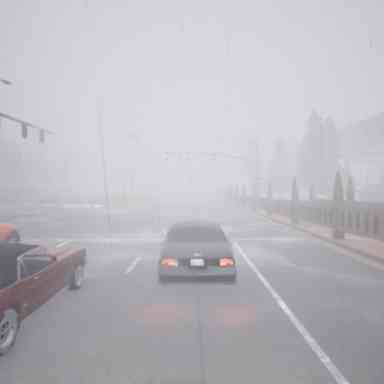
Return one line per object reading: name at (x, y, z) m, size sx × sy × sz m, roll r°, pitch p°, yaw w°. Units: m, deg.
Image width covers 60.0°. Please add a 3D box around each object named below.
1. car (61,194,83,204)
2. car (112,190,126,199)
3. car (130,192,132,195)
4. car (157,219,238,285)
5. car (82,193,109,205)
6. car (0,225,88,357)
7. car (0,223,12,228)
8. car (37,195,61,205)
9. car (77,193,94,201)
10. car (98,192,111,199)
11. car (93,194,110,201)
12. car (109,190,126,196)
car at (-17.507, 1.103, 49.880) m, size 1.994 × 1.385 × 4.181 m, roll 0°, pitch 1°, yaw 0°
car at (-17.396, 0.483, 79.780) m, size 2.150 × 2.045 × 5.566 m, roll 0°, pitch 1°, yaw 0°
car at (-13.897, 0.793, 78.943) m, size 1.812 × 1.442 × 4.674 m, roll 0°, pitch 1°, yaw 0°
car at (0.111, 1.461, 9.311) m, size 2.033 × 1.411 × 5.357 m, roll 0°, pitch 1°, yaw 0°
car at (-14.013, 1.116, 48.606) m, size 1.994 × 1.385 × 4.181 m, roll 0°, pitch 1°, yaw 0°
car at (-3.392, 1.546, 5.864) m, size 1.895 × 1.301 × 4.718 m, roll 0°, pitch 1°, yaw 0°
car at (-6.888, 1.263, 9.533) m, size 2.097 × 1.767 × 4.553 m, roll 0°, pitch 1°, yaw 0°
car at (-21.003, 1.091, 49.520) m, size 2.033 × 1.411 × 5.357 m, roll 0°, pitch 1°, yaw 0°
car at (-20.915, 0.921, 65.689) m, size 1.812 × 1.442 × 4.674 m, roll 0°, pitch 1°, yaw 0°
car at (-20.896, 0.810, 79.821) m, size 1.994 × 1.385 × 4.181 m, roll 0°, pitch 1°, yaw 0°
car at (-17.425, 1.007, 64.428) m, size 1.895 × 1.301 × 4.718 m, roll 0°, pitch 1°, yaw 0°
car at (-13.937, 0.637, 63.490) m, size 2.150 × 2.045 × 5.566 m, roll 0°, pitch 1°, yaw 1°
